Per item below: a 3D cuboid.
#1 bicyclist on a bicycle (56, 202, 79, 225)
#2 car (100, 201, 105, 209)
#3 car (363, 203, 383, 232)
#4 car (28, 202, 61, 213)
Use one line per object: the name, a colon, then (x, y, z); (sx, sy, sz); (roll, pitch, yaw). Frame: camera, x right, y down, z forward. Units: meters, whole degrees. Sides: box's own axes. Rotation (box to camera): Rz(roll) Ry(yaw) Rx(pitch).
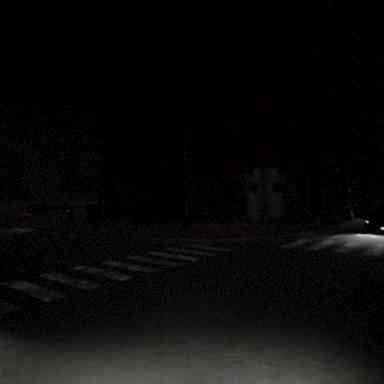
bicyclist on a bicycle: (-9.125, 1.552, 24.359); (1.656, 1.620, 0.582); (-2, 0, -39)
car: (-12.244, 1.830, 52.974); (1.882, 1.535, 5.008); (-2, 0, 41)
car: (10.701, 1.281, 17.703); (2.033, 1.411, 5.357); (-2, 0, 40)
car: (-20.103, 2.053, 45.644); (1.882, 1.535, 5.008); (-2, -1, 17)
